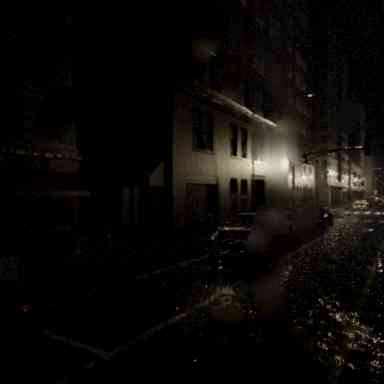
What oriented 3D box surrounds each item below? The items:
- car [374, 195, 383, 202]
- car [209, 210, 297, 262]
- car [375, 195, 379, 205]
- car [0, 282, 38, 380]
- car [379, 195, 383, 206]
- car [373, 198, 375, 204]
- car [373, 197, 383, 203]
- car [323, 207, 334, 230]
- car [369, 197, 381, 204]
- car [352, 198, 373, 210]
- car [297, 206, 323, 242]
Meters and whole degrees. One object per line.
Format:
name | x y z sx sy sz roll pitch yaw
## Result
car | 46.895 1.594 83.102 2.192 1.841 5.009 0 0 32
car | 2.275 1.503 12.439 1.967 1.590 4.097 0 0 32
car | 34.670 1.756 63.741 1.752 1.417 4.829 0 0 32
car | -3.618 1.613 3.105 1.802 1.307 4.206 0 0 32
car | 35.876 1.567 60.713 2.097 1.767 4.553 0 0 32
car | 25.660 1.731 49.472 1.887 1.381 4.507 0 0 32
car | 43.862 1.833 78.297 1.947 1.339 4.313 0 0 32
car | 8.168 1.645 21.769 2.008 1.369 4.403 0 0 32
car | 37.795 1.809 68.689 1.947 1.339 4.313 0 0 32
car | 22.627 1.721 44.668 2.008 1.369 4.403 0 0 32
car | 5.130 1.603 16.960 1.752 1.417 4.829 0 0 32
